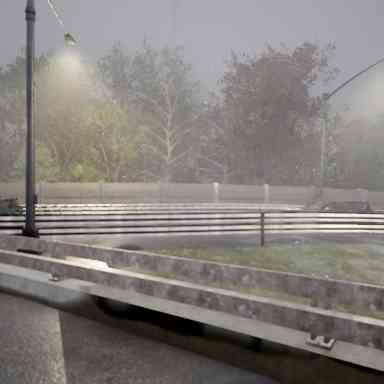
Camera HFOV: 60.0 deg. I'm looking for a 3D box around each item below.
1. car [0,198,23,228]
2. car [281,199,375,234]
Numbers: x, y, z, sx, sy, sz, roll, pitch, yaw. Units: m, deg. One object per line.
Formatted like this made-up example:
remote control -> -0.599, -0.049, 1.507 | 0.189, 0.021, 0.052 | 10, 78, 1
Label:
car -> -11.516, 1.301, 16.624 | 5.566, 2.045, 2.150 | 0, 0, -5
car -> 8.233, 1.454, 20.126 | 5.566, 2.045, 2.150 | 1, 0, -12
